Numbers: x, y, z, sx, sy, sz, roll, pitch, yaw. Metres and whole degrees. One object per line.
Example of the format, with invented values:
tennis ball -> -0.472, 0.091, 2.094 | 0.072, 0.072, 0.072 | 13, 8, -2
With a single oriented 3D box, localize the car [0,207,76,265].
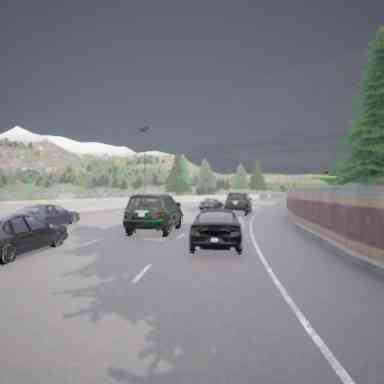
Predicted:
car -> -6.264, 1.481, 11.442 | 2.033, 1.411, 5.357 | 0, 0, 5

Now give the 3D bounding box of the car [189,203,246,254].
car -> 1.014, 1.418, 13.411 | 1.882, 1.535, 5.008 | 0, 0, 6

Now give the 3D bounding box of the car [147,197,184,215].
car -> -2.494, 1.337, 32.837 | 2.128, 1.511, 4.902 | 0, 0, 14

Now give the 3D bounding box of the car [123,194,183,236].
car -> -1.937, 1.135, 17.878 | 2.150, 2.045, 5.566 | 0, 0, 8

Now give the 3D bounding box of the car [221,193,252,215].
car -> 4.533, 1.085, 32.200 | 2.150, 2.045, 5.566 | 0, 0, 15

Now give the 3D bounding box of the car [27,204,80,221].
car -> -8.742, 1.438, 19.906 | 2.033, 1.411, 5.357 | 0, 0, 9

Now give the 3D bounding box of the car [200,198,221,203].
car -> 2.170, 1.385, 36.776 | 2.033, 1.411, 5.357 | 0, 0, 16
